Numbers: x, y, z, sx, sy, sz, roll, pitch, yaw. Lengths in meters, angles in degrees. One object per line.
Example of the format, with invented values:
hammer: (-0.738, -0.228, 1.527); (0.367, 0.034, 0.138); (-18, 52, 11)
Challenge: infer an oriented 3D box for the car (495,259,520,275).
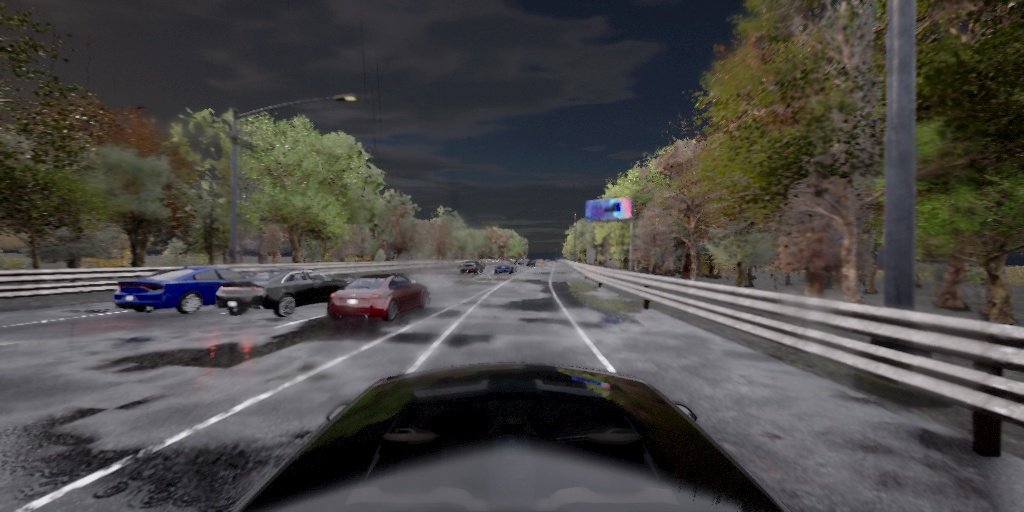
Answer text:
car: (-0.677, 1.228, 41.733); (2.097, 1.767, 4.553); (1, 0, 7)

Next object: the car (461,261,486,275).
car: (-4.383, 1.342, 40.273); (1.837, 1.490, 4.892); (1, 0, 7)

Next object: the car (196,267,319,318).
car: (-7.806, 1.188, 12.805); (2.128, 1.511, 4.902); (1, 0, 7)

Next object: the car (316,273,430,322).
car: (-4.344, 1.294, 12.301); (1.994, 1.385, 4.181); (0, 0, 7)

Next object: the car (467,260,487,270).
car: (-5.625, 1.445, 58.624); (2.033, 1.411, 5.357); (1, 0, 7)

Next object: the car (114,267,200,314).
car: (-11.271, 1.141, 13.307); (1.882, 1.535, 5.008); (1, 0, 7)
